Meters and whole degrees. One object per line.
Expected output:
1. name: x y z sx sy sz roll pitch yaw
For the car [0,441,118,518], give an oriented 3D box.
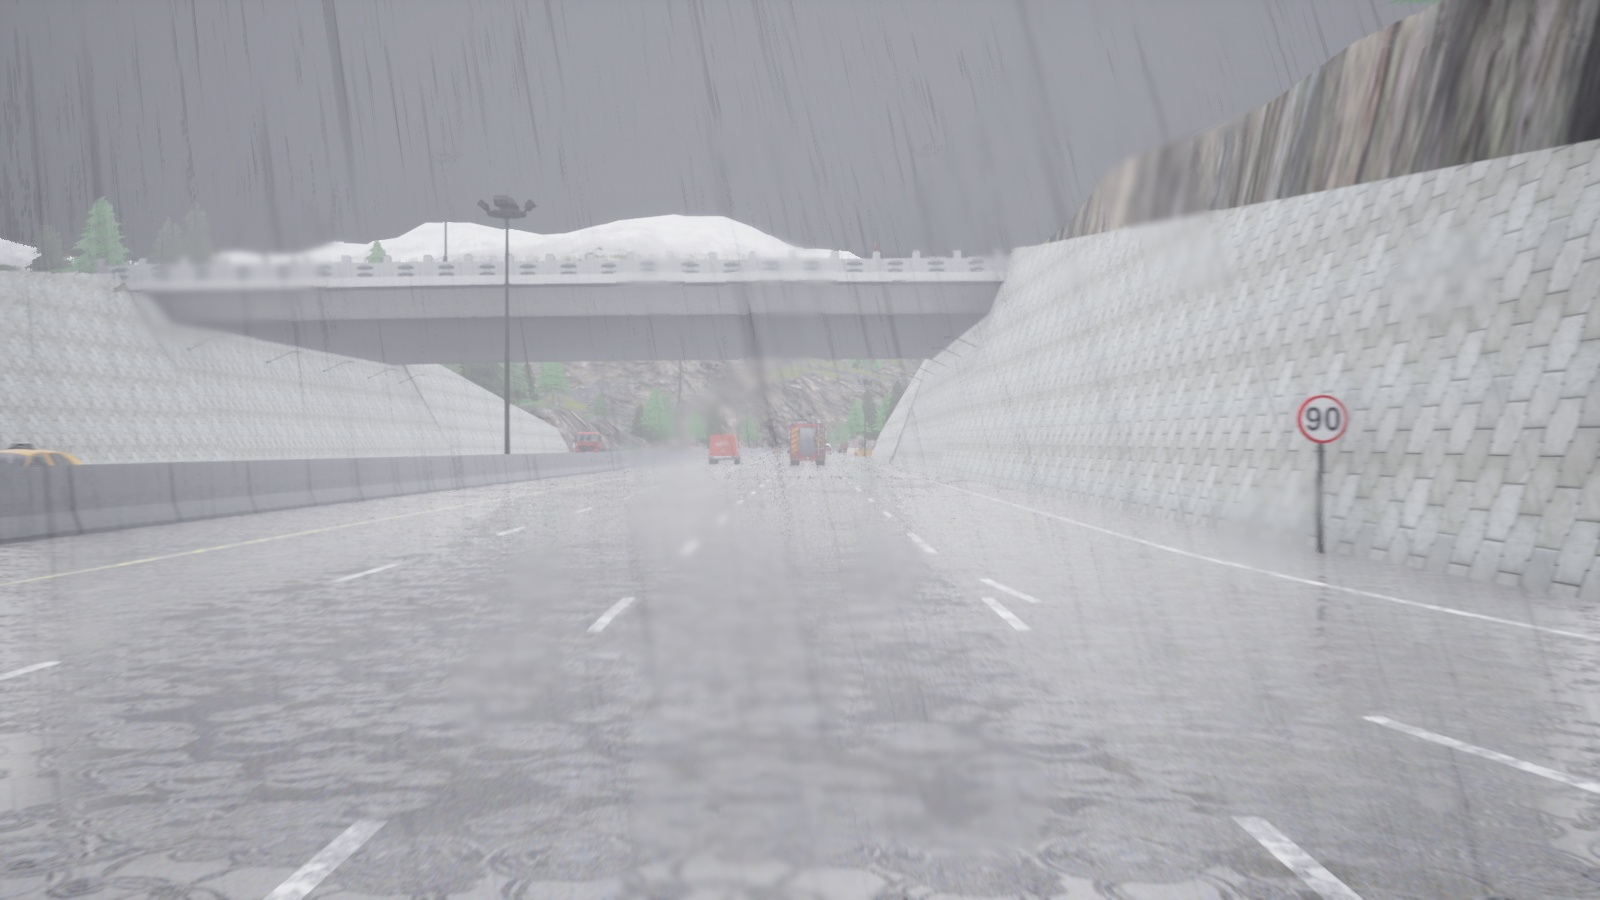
1. car: -17.327 0.596 27.522 1.801 1.575 5.366 0 0 0
